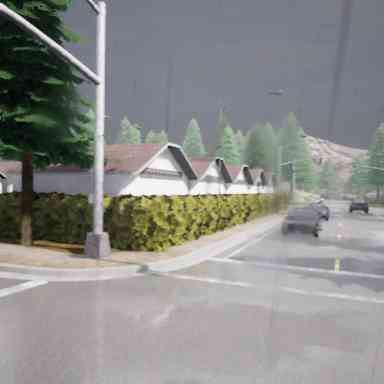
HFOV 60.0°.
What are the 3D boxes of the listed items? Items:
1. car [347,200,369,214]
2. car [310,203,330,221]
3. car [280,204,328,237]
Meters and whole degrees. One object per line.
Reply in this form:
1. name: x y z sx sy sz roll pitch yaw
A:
1. car: 19.148 1.640 38.307 1.837 1.490 4.892 1 0 23
2. car: 10.485 1.629 27.951 1.994 1.385 4.181 1 0 25
3. car: 6.376 1.610 18.925 2.033 1.411 5.357 1 0 24
